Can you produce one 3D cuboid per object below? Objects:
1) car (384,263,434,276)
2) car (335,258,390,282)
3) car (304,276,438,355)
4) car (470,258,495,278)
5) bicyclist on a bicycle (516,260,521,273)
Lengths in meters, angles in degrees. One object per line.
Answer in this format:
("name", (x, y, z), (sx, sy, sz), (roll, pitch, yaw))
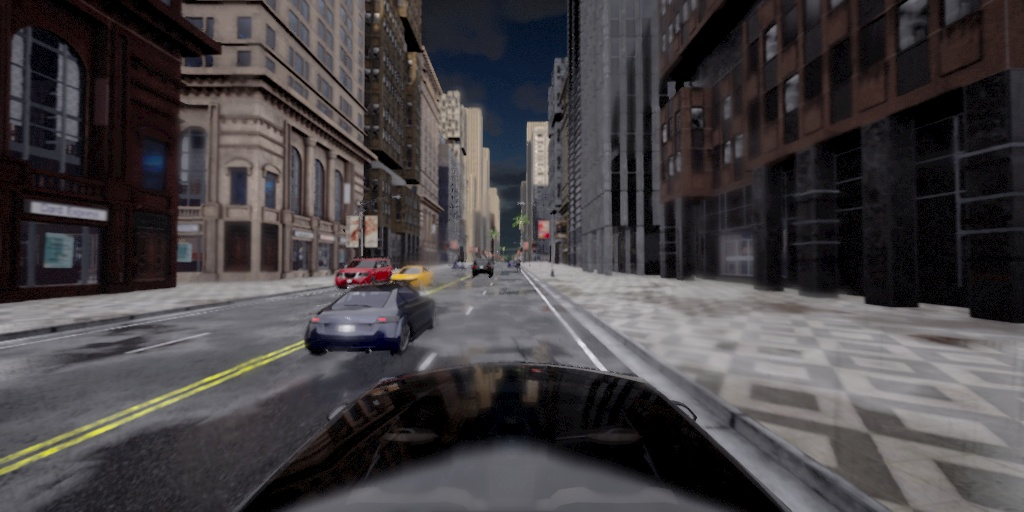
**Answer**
("car", (-6.595, 1.416, 24.049), (1.882, 1.535, 5.008), (0, 0, 0))
("car", (-9.846, 1.164, 24.464), (2.150, 2.045, 5.566), (0, 0, 0))
("car", (-3.158, 1.375, 8.875), (1.994, 1.385, 4.181), (0, 0, 0))
("car", (-3.142, 1.287, 39.789), (2.150, 2.045, 5.566), (0, 0, 0))
("bicyclist on a bicycle", (0.904, 1.508, 48.924), (0.659, 1.776, 1.843), (0, 0, 0))
